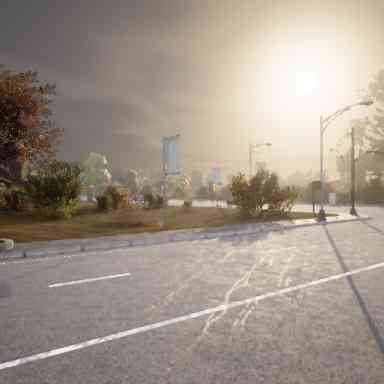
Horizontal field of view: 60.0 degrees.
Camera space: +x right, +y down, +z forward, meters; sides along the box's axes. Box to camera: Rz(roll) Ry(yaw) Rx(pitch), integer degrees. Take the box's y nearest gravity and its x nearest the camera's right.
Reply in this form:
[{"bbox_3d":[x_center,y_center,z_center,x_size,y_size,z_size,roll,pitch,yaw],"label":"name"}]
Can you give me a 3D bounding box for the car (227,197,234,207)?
[{"bbox_3d":[6.642,1.248,44.582,1.812,1.442,4.674,-1,1,-39],"label":"car"}]
